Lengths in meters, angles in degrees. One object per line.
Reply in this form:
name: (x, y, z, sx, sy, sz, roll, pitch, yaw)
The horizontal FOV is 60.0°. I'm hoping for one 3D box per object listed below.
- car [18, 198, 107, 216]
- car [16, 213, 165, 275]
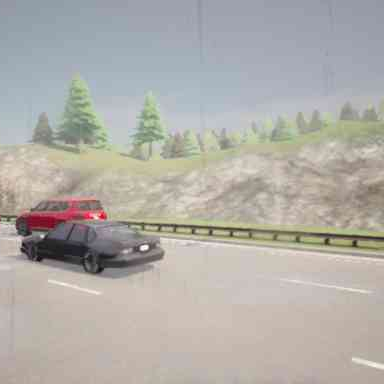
car: (-6.837, 1.340, 17.312, 5.566, 2.045, 2.150, 0, 0, 34)
car: (-3.371, 1.614, 10.687, 5.357, 1.411, 2.033, -1, 0, 35)
